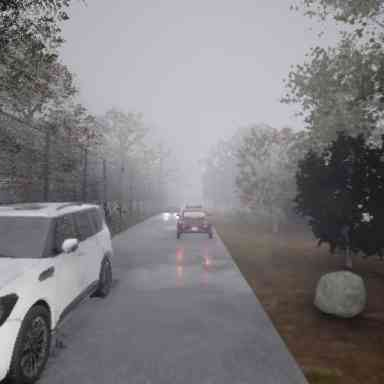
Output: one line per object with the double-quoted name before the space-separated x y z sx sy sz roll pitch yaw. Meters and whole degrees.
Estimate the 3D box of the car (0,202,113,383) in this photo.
"car" -2.890 1.228 5.641 2.150 2.045 5.566 1 0 0

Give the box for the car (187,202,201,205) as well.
"car" 0.201 1.854 36.569 1.882 1.535 5.008 0 -1 0

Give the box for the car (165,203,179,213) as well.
"car" -2.673 2.192 46.274 1.895 1.301 4.718 0 -1 1

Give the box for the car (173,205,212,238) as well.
"car" 0.129 1.632 18.379 1.812 1.442 4.674 0 -1 0
